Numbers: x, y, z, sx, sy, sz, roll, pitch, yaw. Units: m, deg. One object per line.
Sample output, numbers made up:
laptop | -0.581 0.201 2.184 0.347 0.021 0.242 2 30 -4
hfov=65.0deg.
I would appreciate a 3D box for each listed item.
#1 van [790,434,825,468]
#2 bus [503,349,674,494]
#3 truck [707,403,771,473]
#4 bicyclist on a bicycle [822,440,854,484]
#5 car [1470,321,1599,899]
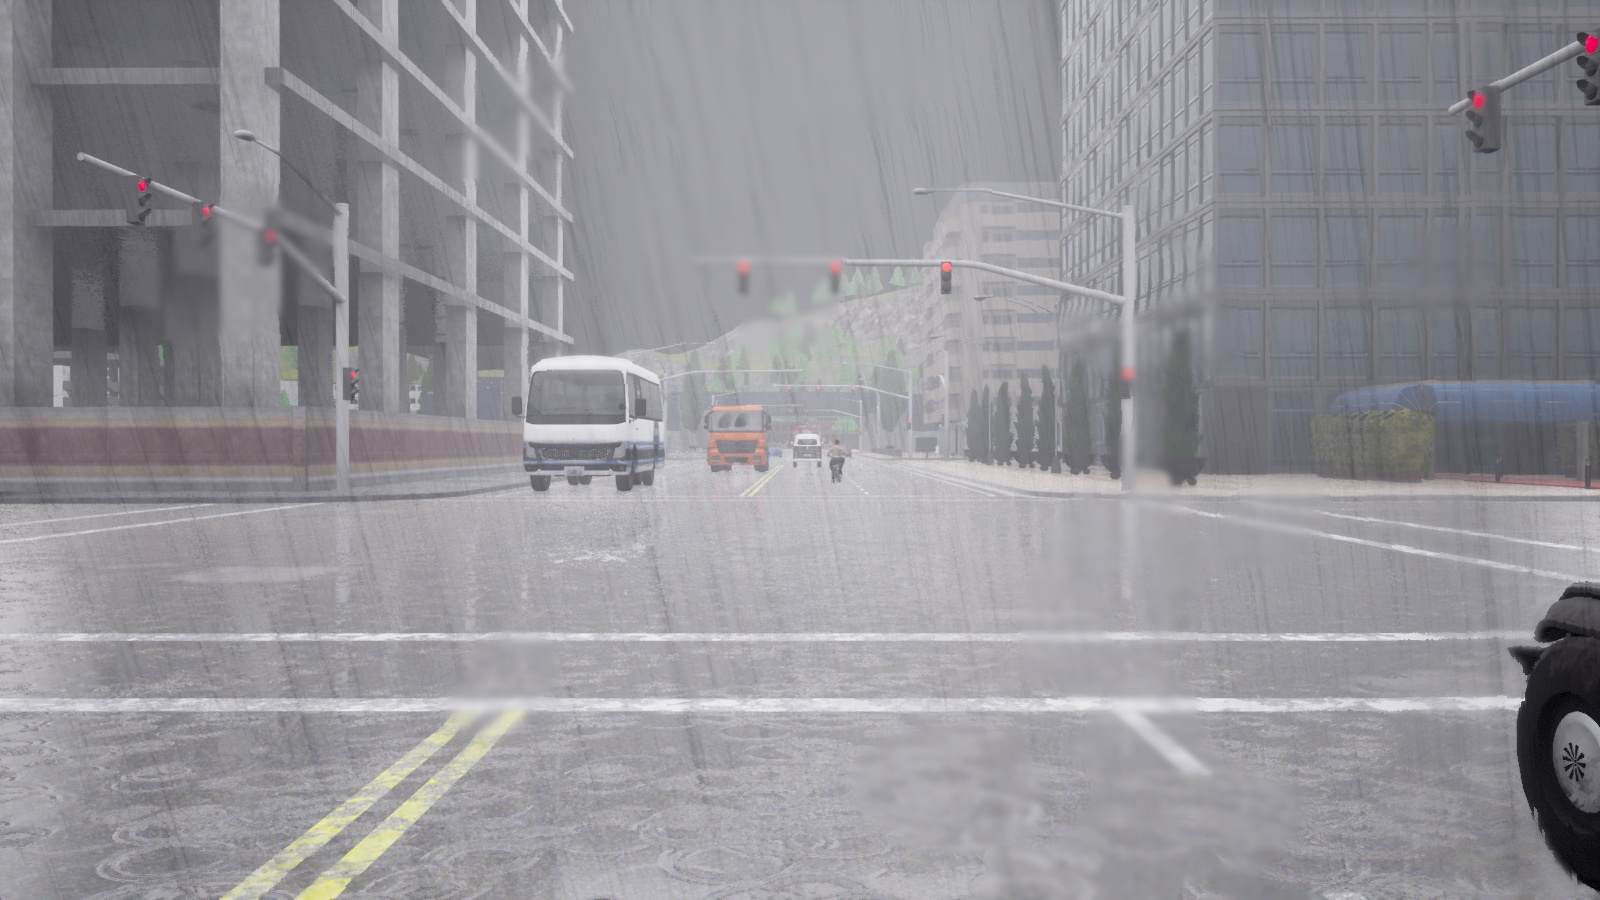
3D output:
van | 0.452 0.032 77.678 2.069 2.038 4.480 0 0 0
bus | -6.747 -0.873 42.104 3.944 4.253 10.273 0 0 0
truck | -3.113 -0.611 66.059 2.891 3.462 7.936 0 0 0
bicyclist on a bicycle | 1.395 0.424 46.038 0.866 1.612 1.509 0 0 14
car | 3.532 0.529 2.910 1.905 1.878 3.866 0 0 0
